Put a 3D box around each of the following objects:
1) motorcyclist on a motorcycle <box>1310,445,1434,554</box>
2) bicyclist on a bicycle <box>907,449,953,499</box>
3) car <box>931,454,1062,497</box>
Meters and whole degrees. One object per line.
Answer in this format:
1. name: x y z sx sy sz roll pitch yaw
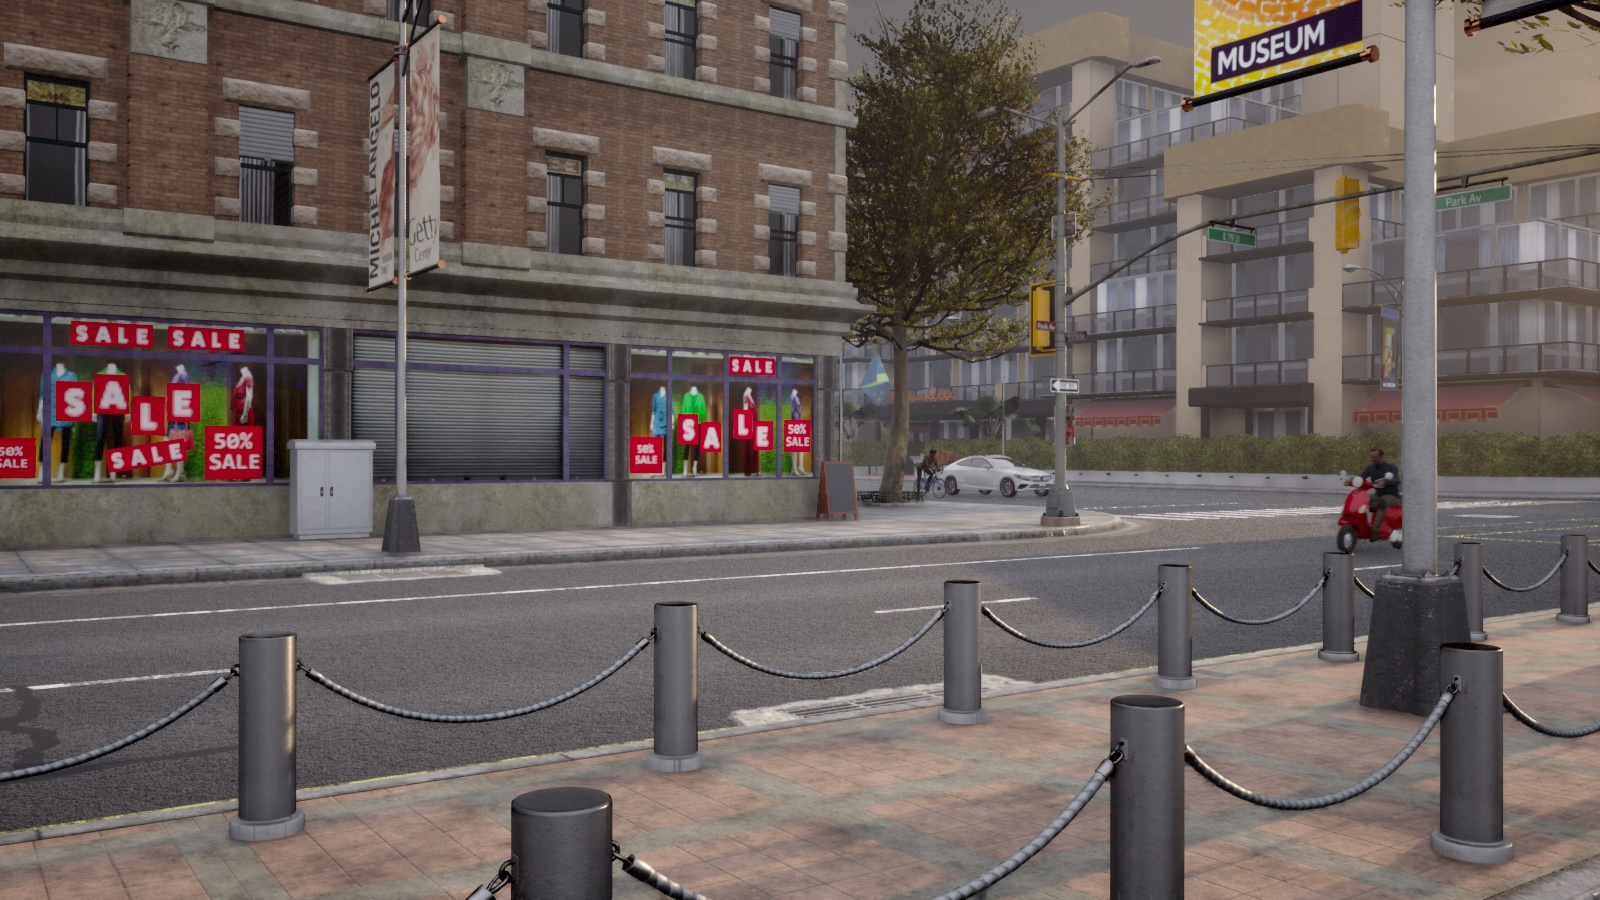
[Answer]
1. motorcyclist on a motorcycle: 8.797 0.727 19.306 1.817 1.590 0.866 0 0 -31
2. bicyclist on a bicycle: 4.320 0.791 41.780 0.582 1.620 1.656 0 0 -35
3. car: 6.844 0.864 44.275 1.812 1.442 4.674 0 0 -35
